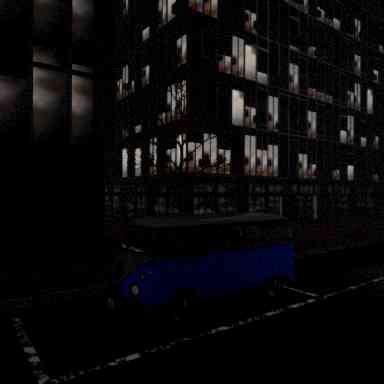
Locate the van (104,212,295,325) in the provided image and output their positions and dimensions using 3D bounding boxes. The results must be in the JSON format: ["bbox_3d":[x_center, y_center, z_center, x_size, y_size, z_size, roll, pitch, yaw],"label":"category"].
[{"bbox_3d":[0.342,1.341,6.807,3.998,1.788,1.690,0,0,-36],"label":"van"}]
